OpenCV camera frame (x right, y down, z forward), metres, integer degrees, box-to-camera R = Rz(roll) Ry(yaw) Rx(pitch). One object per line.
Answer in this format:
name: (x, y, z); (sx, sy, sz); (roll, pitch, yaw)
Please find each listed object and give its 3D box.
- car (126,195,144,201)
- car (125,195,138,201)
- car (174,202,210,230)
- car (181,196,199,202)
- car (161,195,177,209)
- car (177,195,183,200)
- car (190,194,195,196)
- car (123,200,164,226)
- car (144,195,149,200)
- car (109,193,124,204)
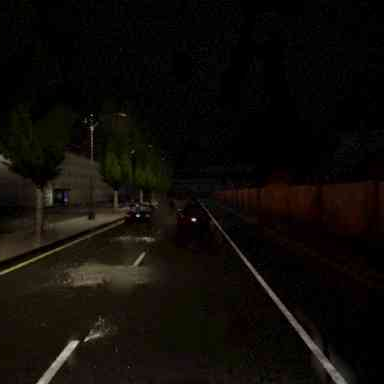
car: (-11.495, 1.526, 66.508); (2.128, 1.511, 4.902); (0, 0, 0)
car: (-14.987, 1.559, 82.578); (2.033, 1.411, 5.357); (0, 0, 0)
car: (0.103, 1.569, 21.177); (1.994, 1.385, 4.181); (0, 0, 0)
car: (0.106, 1.557, 38.367); (2.033, 1.411, 5.357); (0, 0, 0)
car: (-3.393, 1.489, 45.439); (1.882, 1.535, 5.008); (0, 0, 0)
car: (-3.486, 1.512, 85.497); (1.837, 1.490, 4.892); (0, 0, 0)
car: (0.014, 1.574, 86.068); (1.994, 1.385, 4.181); (0, 0, 0)
car: (-3.397, 1.553, 23.436); (2.033, 1.411, 5.357); (0, 0, 0)
car: (-11.487, 1.519, 82.641); (1.837, 1.490, 4.892); (0, 0, 0)
car: (-14.991, 1.240, 66.381); (2.150, 2.045, 5.566); (0, 0, 0)
